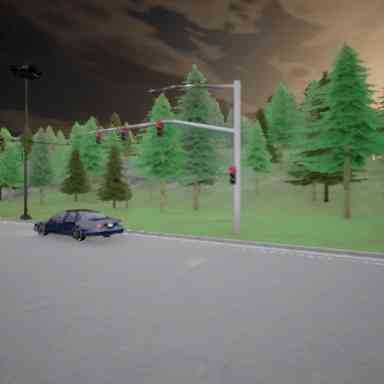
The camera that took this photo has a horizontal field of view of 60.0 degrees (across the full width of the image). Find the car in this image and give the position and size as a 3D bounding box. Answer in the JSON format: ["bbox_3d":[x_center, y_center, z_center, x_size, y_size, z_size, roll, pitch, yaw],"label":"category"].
[{"bbox_3d":[-5.785,1.566,16.710,5.357,1.411,2.033,0,0,35],"label":"car"}]
